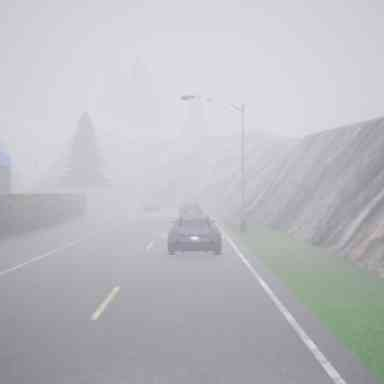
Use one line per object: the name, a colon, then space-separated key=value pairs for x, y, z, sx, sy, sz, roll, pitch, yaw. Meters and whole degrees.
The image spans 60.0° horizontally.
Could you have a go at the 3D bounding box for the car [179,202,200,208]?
car: x=-0.176 y=1.590 z=28.939 sx=1.994 sy=1.385 sz=4.181 roll=0 pitch=0 yaw=-3

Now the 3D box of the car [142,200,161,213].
car: x=-4.707 y=1.582 z=37.944 sx=2.033 sy=1.411 sz=5.357 roll=0 pitch=0 yaw=-12

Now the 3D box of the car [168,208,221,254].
car: x=0.093 y=1.576 z=13.534 sx=1.994 sy=1.385 sz=4.181 roll=0 pitch=0 yaw=0
